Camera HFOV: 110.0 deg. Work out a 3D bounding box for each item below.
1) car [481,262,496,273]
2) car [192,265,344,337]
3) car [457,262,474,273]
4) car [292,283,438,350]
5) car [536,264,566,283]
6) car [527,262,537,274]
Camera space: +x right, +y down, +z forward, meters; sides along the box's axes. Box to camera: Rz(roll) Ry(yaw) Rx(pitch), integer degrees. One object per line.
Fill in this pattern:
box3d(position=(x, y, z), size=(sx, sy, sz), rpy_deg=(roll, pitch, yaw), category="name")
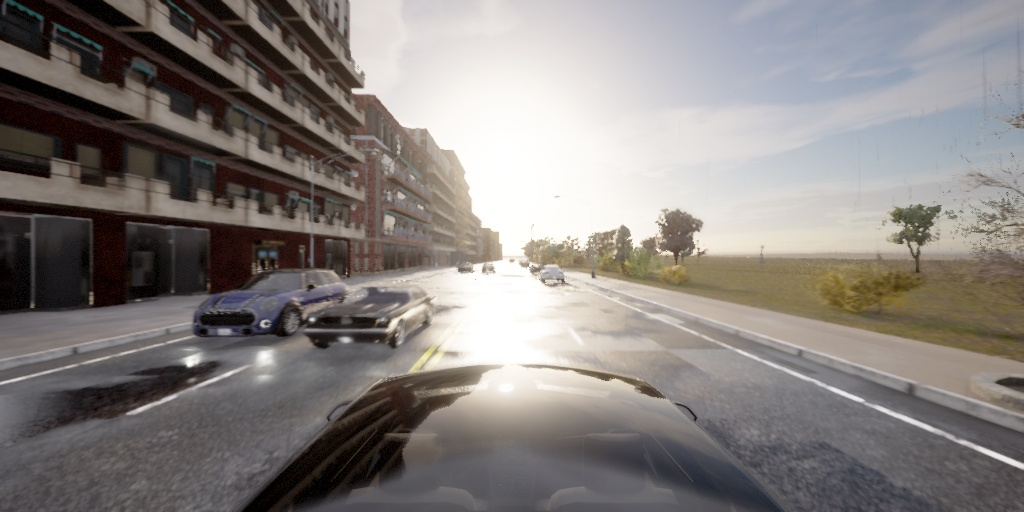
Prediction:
box3d(position=(-3.309, 1.618, 51.167), size=(2.128, 1.511, 4.902), rpy_deg=(0, 0, 0), category="car")
box3d(position=(-6.598, 1.167, 10.483), size=(2.097, 1.767, 4.553), rpy_deg=(0, 0, 0), category="car")
box3d(position=(-6.559, 1.631, 51.167), size=(1.837, 1.490, 4.892), rpy_deg=(0, 0, 0), category="car")
box3d(position=(-3.350, 1.408, 9.453), size=(1.895, 1.301, 4.718), rpy_deg=(0, 0, 0), category="car")
box3d(position=(3.352, 1.491, 30.594), size=(1.812, 1.442, 4.674), rpy_deg=(0, 0, 0), category="car")
box3d(position=(3.354, 1.703, 48.141), size=(1.895, 1.301, 4.718), rpy_deg=(0, 0, 0), category="car")
